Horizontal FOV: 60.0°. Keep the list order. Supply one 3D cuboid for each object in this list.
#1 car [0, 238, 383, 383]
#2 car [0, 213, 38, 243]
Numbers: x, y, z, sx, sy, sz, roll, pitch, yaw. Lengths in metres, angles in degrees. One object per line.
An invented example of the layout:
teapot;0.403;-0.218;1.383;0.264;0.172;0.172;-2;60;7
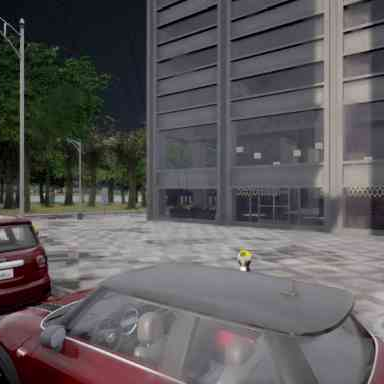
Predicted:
car;-0.317;1.440;3.189;4.097;1.590;1.967;0;0;35
car;-4.744;1.315;6.346;5.009;1.841;2.192;0;0;35
